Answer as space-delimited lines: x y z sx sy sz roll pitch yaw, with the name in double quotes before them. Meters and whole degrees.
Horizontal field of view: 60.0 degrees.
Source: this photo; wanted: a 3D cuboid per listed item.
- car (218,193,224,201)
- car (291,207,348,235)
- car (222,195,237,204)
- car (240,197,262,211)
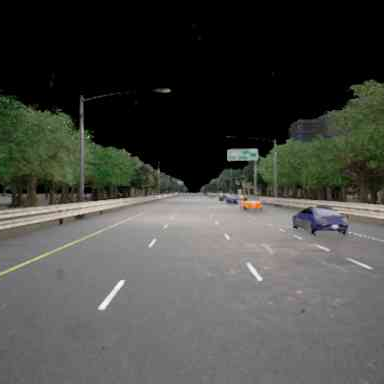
"car" 7.312 1.468 78.800 1.837 1.490 4.892 0 0 0
"car" 7.017 1.536 18.605 1.812 1.442 4.674 0 0 0
"car" 7.202 1.479 61.610 1.882 1.535 5.008 0 0 0
"car" 7.085 1.354 40.242 2.097 1.767 4.553 0 0 0
